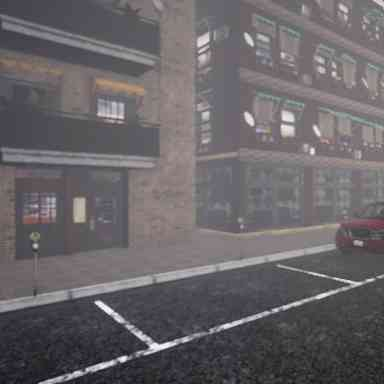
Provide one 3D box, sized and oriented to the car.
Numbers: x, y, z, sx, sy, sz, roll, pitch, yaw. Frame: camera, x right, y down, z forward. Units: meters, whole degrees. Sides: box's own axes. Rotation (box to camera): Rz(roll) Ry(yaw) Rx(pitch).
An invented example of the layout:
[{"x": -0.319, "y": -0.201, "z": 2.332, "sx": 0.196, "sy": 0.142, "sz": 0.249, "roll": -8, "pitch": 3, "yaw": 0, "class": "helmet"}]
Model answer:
[{"x": 7.145, "y": 1.232, "z": 11.654, "sx": 5.009, "sy": 1.841, "sz": 2.192, "roll": 0, "pitch": 1, "yaw": -35, "class": "car"}]
